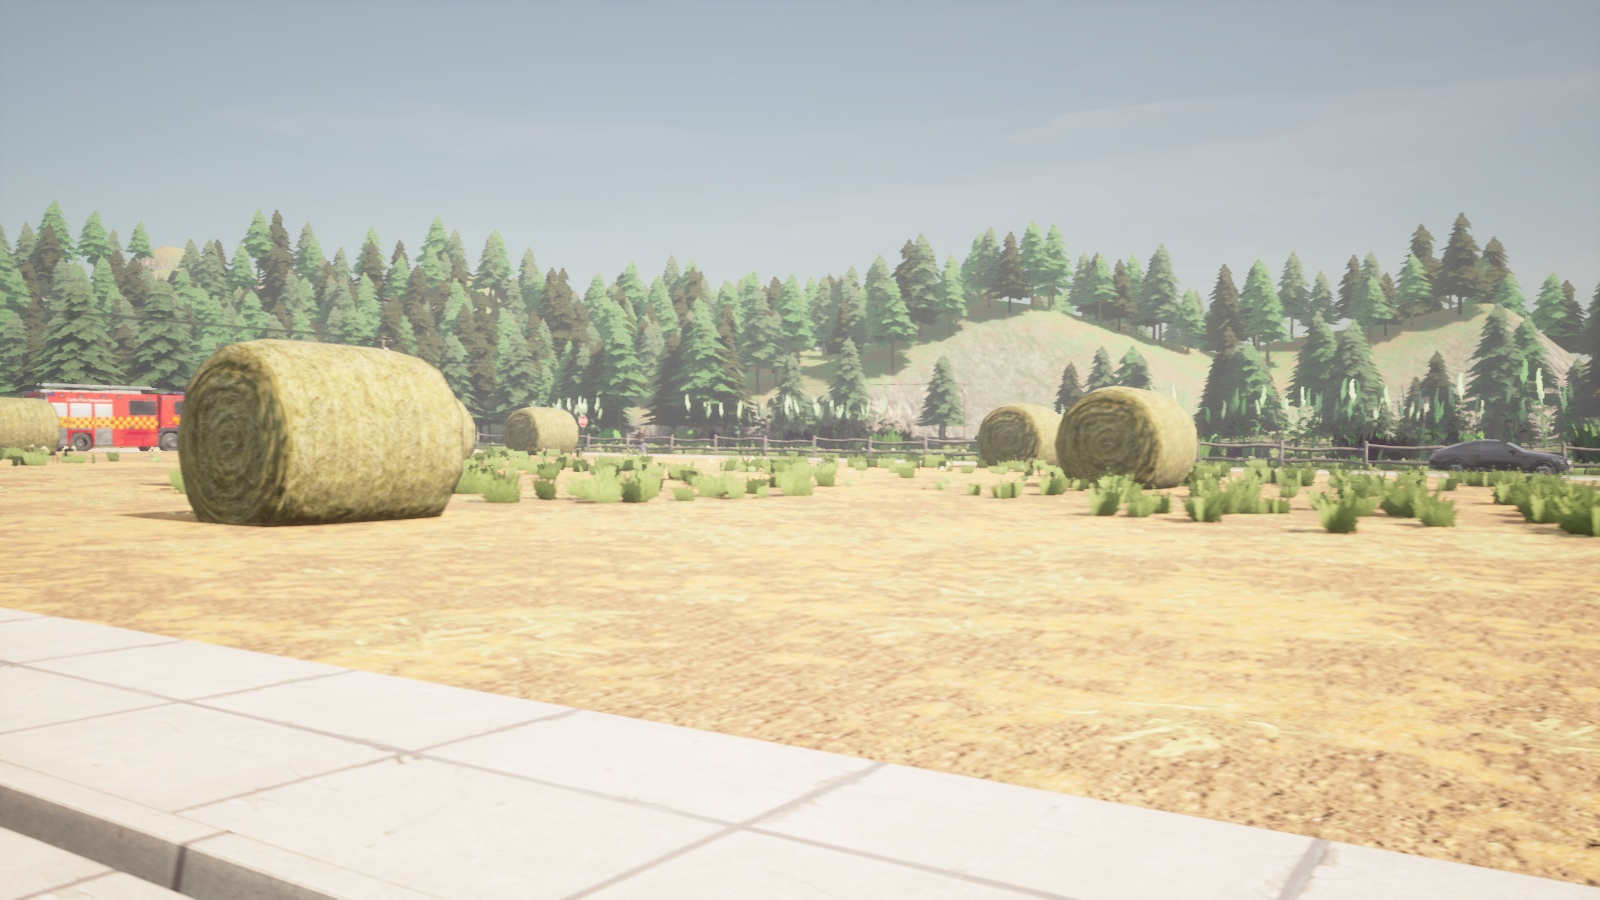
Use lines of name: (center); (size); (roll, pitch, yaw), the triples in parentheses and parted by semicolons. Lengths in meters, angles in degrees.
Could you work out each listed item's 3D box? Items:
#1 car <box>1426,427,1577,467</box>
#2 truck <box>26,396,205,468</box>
car: (25.993, -0.123, 46.608); (4.674, 1.442, 1.812); (0, 1, 37)
truck: (-38.586, -1.028, 71.139); (2.891, 3.827, 8.468); (0, 1, 35)
